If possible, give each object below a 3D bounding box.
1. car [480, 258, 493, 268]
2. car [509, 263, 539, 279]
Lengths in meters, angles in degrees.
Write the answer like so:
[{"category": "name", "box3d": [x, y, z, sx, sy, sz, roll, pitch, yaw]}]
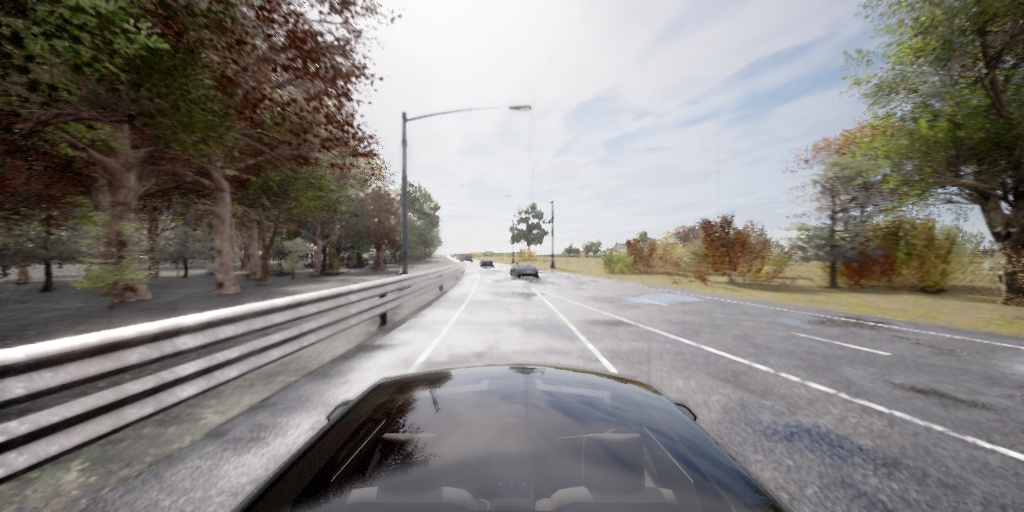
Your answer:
[{"category": "car", "box3d": [-4.263, 1.112, 59.458, 1.882, 1.535, 5.008, 0, 0, -11]}, {"category": "car", "box3d": [1.044, 1.281, 32.553, 1.994, 1.385, 4.181, 0, 0, -11]}]
